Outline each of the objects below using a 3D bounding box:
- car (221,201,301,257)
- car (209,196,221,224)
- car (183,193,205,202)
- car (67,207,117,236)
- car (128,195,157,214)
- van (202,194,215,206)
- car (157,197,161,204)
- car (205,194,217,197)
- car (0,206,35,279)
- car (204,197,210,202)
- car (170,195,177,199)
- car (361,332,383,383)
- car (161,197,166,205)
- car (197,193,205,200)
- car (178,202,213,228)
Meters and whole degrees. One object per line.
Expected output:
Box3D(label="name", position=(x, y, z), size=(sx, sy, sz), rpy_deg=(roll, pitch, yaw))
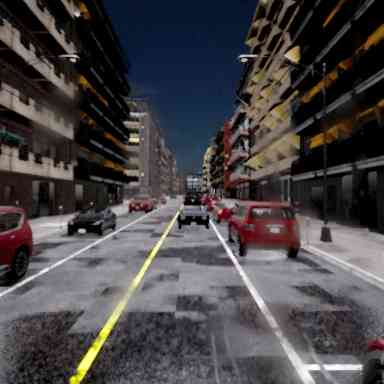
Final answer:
Box3D(label="car", position=(2.551, 1.269, 12.646), size=(2.192, 1.841, 5.009), rpy_deg=(1, 0, 0))
Box3D(label="car", position=(2.545, 1.361, 23.710), size=(1.967, 1.590, 4.097), rpy_deg=(1, 0, 0))
Box3D(label="car", position=(0.093, 1.108, 39.680), size=(2.150, 2.045, 5.566), rpy_deg=(0, 0, 0))
Box3D(label="car", position=(-5.302, 1.502, 18.236), size=(1.947, 1.339, 4.313), rpy_deg=(1, 0, 0))
Box3D(label="car", position=(-5.301, 1.211, 34.825), size=(2.192, 1.841, 5.009), rpy_deg=(1, 0, 0))
Box3D(label="van", position=(2.541, 1.215, 51.366), size=(1.690, 1.788, 3.998), rpy_deg=(1, 0, 0))
Box3D(label="car", position=(-5.307, 1.431, 40.357), size=(1.887, 1.381, 4.507), rpy_deg=(1, 0, 0))
Box3D(label="car", position=(2.543, 1.194, 45.835), size=(2.192, 1.841, 5.009), rpy_deg=(1, 0, 0))
Box3D(label="car", position=(-5.294, 1.288, 7.173), size=(2.192, 1.841, 5.009), rpy_deg=(1, 0, 0))
Box3D(label="car", position=(2.540, 1.478, 34.773), size=(1.802, 1.307, 4.206), rpy_deg=(1, 0, 0))
Box3D(label="car", position=(-5.319, 1.413, 95.031), size=(1.947, 1.339, 4.313), rpy_deg=(1, 0, 0))
Box3D(label="car", position=(2.592, 1.434, 1.585), size=(1.967, 1.590, 4.097), rpy_deg=(1, 0, 0))
Box3D(label="car", position=(-5.312, 1.451, 56.951), size=(1.802, 1.307, 4.206), rpy_deg=(1, 0, 0))
Box3D(label="car", position=(2.565, 1.162, 95.078), size=(2.192, 1.841, 5.009), rpy_deg=(1, 0, 0))
Box3D(label="car", position=(0.096, 1.528, 21.316), size=(1.895, 1.301, 4.718), rpy_deg=(0, 0, 0))
